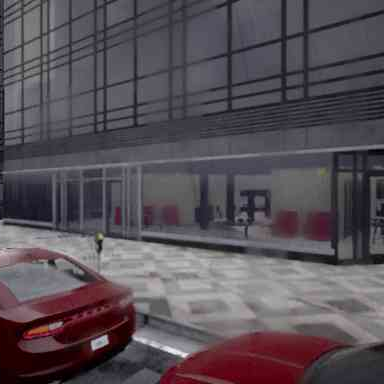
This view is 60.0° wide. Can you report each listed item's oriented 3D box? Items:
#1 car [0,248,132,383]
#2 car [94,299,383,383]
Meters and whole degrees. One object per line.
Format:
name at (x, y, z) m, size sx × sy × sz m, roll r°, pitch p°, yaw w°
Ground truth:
car at (-2.843, 1.521, 4.971) m, size 4.507 × 1.381 × 1.887 m, roll 0°, pitch 0°, yaw 35°
car at (1.735, 1.544, 1.743) m, size 4.507 × 1.381 × 1.887 m, roll 0°, pitch 0°, yaw 35°
